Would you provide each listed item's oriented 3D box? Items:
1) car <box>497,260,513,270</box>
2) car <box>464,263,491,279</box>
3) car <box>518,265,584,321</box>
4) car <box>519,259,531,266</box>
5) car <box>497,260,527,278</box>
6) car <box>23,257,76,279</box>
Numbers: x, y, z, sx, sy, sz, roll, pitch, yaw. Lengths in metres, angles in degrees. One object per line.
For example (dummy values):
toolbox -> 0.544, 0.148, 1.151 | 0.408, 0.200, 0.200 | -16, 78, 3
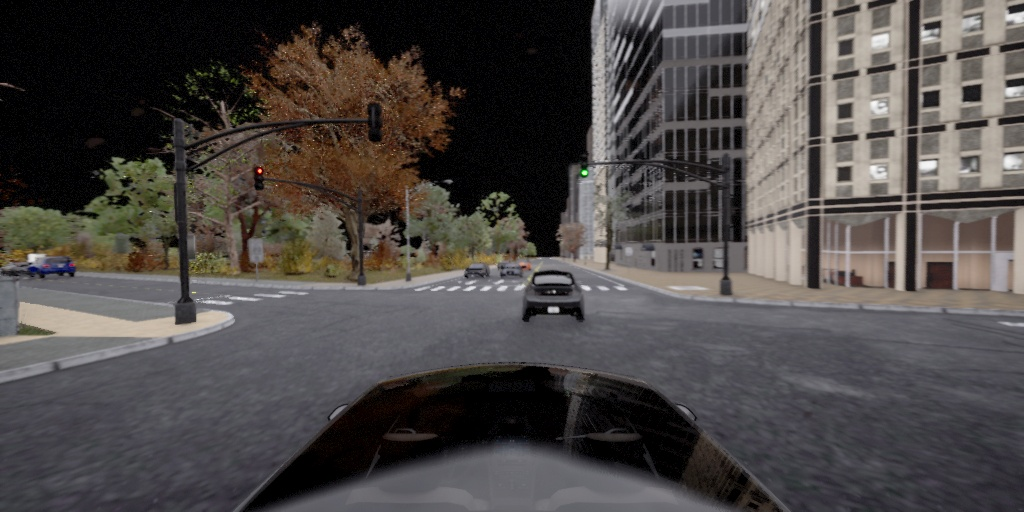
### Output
car -> -1.061, 1.419, 55.794 | 1.994, 1.385, 4.181 | -1, 0, 6
car -> -3.208, 1.381, 34.373 | 2.033, 1.411, 5.357 | -1, 0, 6
car -> 1.389, 1.241, 12.365 | 1.837, 1.490, 4.892 | 0, 0, 6
car -> 1.570, 1.161, 49.808 | 2.097, 1.767, 4.553 | -1, 0, 6
car -> 0.030, 1.359, 34.078 | 1.994, 1.385, 4.181 | -1, 0, 6
car -> -45.300, 1.096, 35.304 | 5.566, 2.045, 2.150 | 0, 2, 27
